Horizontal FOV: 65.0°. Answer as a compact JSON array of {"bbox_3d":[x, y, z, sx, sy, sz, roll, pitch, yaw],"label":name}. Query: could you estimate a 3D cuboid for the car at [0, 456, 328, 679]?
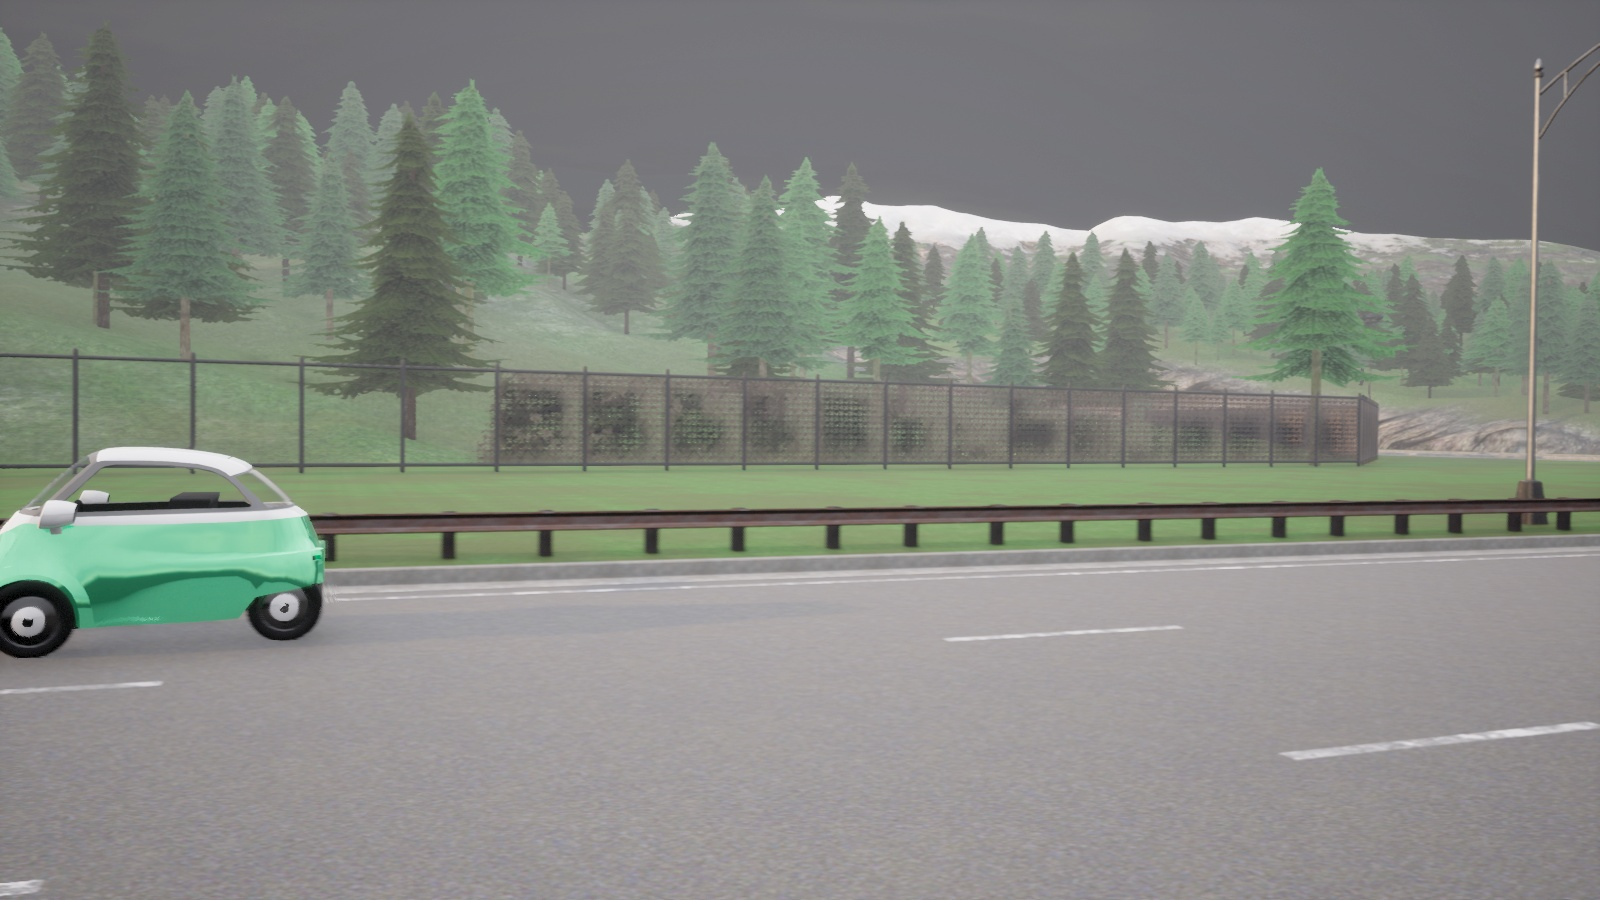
[{"bbox_3d":[-4.571,0.756,8.990,2.207,1.376,1.481,-1,1,-21],"label":"car"}]
